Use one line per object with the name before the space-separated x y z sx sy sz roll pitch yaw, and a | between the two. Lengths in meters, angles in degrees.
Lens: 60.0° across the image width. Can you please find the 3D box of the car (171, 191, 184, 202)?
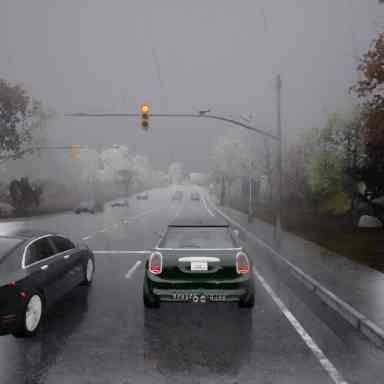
car | -2.988 1.070 64.572 2.033 1.411 5.357 0 3 1

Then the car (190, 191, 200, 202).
car | 0.613 1.053 64.858 2.033 1.411 5.357 0 3 1

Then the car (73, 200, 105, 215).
car | -10.354 1.547 34.014 2.033 1.411 5.357 0 0 0

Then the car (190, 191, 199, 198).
car | 0.605 0.516 75.115 2.033 1.411 5.357 0 3 1

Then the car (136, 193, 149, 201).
car | -9.975 0.865 67.238 1.882 1.535 5.008 0 3 1

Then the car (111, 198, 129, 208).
car | -10.233 1.564 47.513 1.994 1.385 4.181 0 0 1

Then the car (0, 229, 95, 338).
car | -3.378 1.505 6.591 1.837 1.490 4.892 0 0 0

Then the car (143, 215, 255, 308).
car | 0.142 1.352 8.092 2.097 1.767 4.553 0 0 0
